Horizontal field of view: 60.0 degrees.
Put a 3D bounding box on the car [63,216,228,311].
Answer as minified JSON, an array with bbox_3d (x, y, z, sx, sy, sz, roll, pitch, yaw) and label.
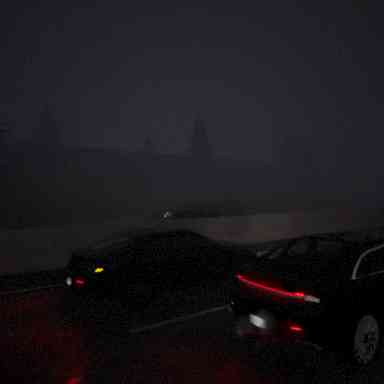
[{"bbox_3d":[-0.484,1.513,7.702,4.674,1.442,1.812,0,0,-35],"label":"car"}]

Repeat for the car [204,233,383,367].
[{"bbox_3d":[2.836,1.475,5.771,4.902,1.511,2.128,0,0,-35],"label":"car"}]

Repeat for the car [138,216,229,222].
[{"bbox_3d":[-0.635,1.520,16.438,5.357,1.411,2.033,0,0,-36],"label":"car"}]
